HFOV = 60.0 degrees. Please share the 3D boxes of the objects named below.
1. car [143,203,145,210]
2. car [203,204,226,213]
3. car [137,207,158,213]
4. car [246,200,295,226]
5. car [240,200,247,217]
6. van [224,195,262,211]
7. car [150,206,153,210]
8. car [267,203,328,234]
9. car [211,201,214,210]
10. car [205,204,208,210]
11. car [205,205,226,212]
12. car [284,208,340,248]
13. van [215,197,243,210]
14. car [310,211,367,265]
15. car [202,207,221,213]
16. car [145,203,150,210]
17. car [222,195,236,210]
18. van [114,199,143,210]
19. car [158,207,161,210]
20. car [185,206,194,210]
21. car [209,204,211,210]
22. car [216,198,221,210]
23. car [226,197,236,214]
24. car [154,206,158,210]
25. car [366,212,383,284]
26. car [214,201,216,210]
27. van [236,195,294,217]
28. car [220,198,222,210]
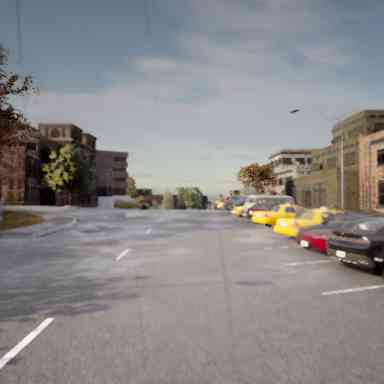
[{"bbox_3d":[-11.681,2.482,61.969,4.553,1.767,2.185,1,-4,-21],"label":"car"},{"bbox_3d":[5.826,4.205,86.238,5.566,2.045,2.435,3,-6,-21],"label":"car"},{"bbox_3d":[-12.300,4.991,91.731,5.366,1.575,1.946,1,-5,-21],"label":"car"},{"bbox_3d":[6.588,1.504,21.873,5.366,1.575,1.946,1,0,-20],"label":"car"},{"bbox_3d":[6.437,1.540,24.756,4.792,1.488,2.163,1,0,-20],"label":"car"},{"bbox_3d":[6.455,1.426,42.385,4.442,1.987,1.878,1,-2,-20],"label":"van"},{"bbox_3d":[-11.782,3.364,73.926,4.553,1.767,2.185,1,-5,-21],"label":"car"},{"bbox_3d":[6.588,1.494,16.012,5.366,1.575,1.946,1,0,-20],"label":"car"},{"bbox_3d":[6.259,2.092,54.029,5.008,1.535,2.097,2,-3,-21],"label":"car"},{"bbox_3d":[6.045,3.271,71.581,5.008,1.535,2.097,2,-5,-21],"label":"car"},{"bbox_3d":[5.844,4.204,83.280,4.892,1.521,2.231,3,-6,-21],"label":"car"},{"bbox_3d":[6.381,1.520,13.007,4.792,1.488,2.163,1,0,-20],"label":"car"},{"bbox_3d":[6.335,2.033,57.009,4.442,1.987,1.878,2,-4,-21],"label":"van"},{"bbox_3d":[6.407,1.489,10.080,4.892,1.521,2.231,1,0,-20],"label":"car"},{"bbox_3d":[5.617,5.231,94.964,5.008,1.535,2.097,3,-6,-21],"label":"car"},{"bbox_3d":[-11.669,2.570,64.991,5.566,2.045,2.435,1,-5,-21],"label":"car"},{"bbox_3d":[6.367,1.276,33.540,5.566,2.045,2.435,1,0,-20],"label":"car"},{"bbox_3d":[-11.505,2.183,59.042,4.442,1.987,1.878,1,-4,-21],"label":"van"},{"bbox_3d":[-11.898,4.729,88.886,5.366,1.575,1.946,1,-6,-21],"label":"car"},{"bbox_3d":[-0.631,4.547,86.724,2.128,1.511,4.902,0,-5,-1],"label":"car"},{"bbox_3d":[6.160,2.674,62.793,4.674,1.452,2.002,2,-4,-21],"label":"car"},{"bbox_3d":[6.332,1.732,45.260,4.892,1.521,2.231,2,-2,-20],"label":"car"},{"bbox_3d":[6.225,1.514,30.548,5.366,1.575,1.946,1,0,-20],"label":"car"},{"bbox_3d":[-11.736,3.968,79.946,5.366,1.575,1.946,1,-5,-21],"label":"car"},{"bbox_3d":[6.450,1.359,7.149,4.553,1.767,2.185,1,0,-20],"label":"car"},{"bbox_3d":[6.475,1.833,48.254,5.366,1.575,1.946,2,-3,-20],"label":"car"},{"bbox_3d":[6.300,1.287,27.633,4.442,1.987,1.878,1,0,-20],"label":"van"},{"bbox_3d":[6.352,1.589,39.417,4.892,1.521,2.231,1,-2,-20],"label":"car"}]
